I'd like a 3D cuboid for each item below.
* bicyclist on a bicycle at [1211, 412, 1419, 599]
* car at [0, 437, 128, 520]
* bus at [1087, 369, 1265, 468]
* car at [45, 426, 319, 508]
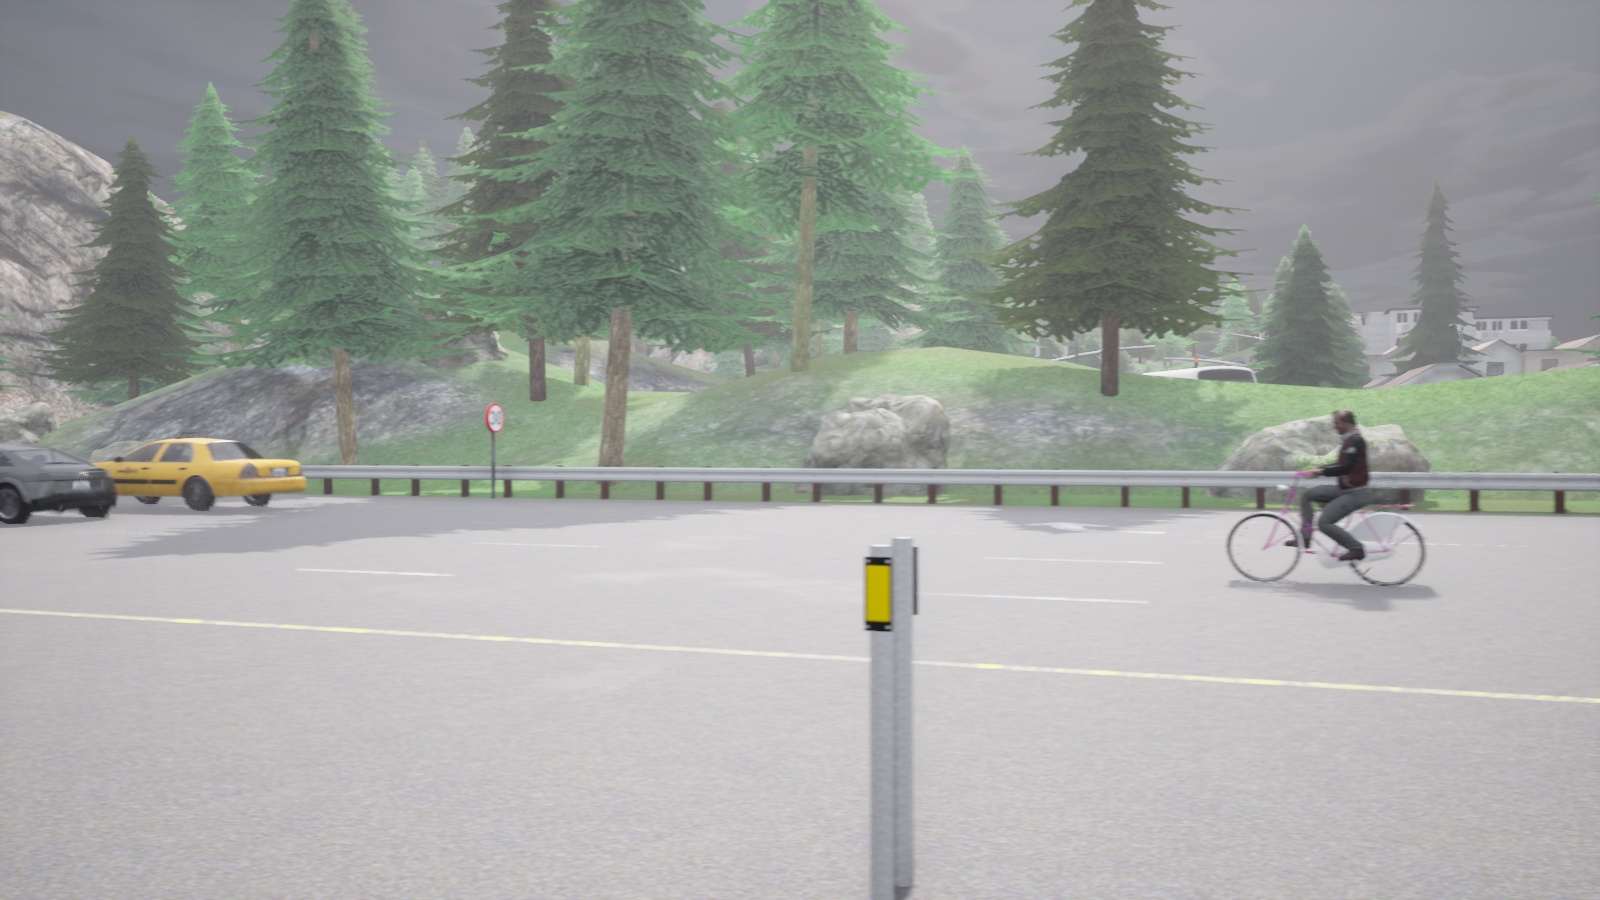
[{"bbox_3d":[5.099,0.515,12.553,1.843,1.776,0.659,1,1,19],"label":"bicyclist on a bicycle"},{"bbox_3d":[-14.714,0.468,22.916,4.181,1.385,1.994,1,1,19],"label":"car"},{"bbox_3d":[17.543,-1.460,59.720,3.944,4.253,10.273,-1,1,-10],"label":"bus"},{"bbox_3d":[-12.771,0.302,25.954,5.366,1.575,1.801,1,1,19],"label":"car"}]
